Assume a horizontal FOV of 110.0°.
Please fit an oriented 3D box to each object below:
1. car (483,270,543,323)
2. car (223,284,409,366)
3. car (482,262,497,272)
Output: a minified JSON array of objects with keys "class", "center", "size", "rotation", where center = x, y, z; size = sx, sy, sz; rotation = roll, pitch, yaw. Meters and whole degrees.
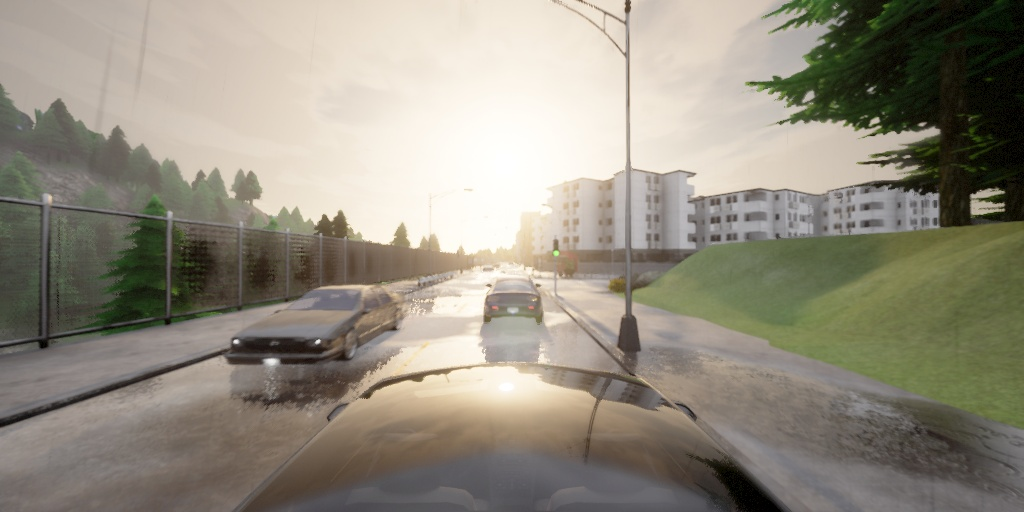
[{"class":"car","center":[0.042,1.397,12.512],"size":[1.812,1.442,4.674],"rotation":[0,-1,0]},{"class":"car","center":[-4.034,1.412,8.674],"size":[2.033,1.411,5.357],"rotation":[0,0,0]},{"class":"car","center":[-4.130,2.008,62.549],"size":[1.812,1.442,4.674],"rotation":[0,1,0]}]
